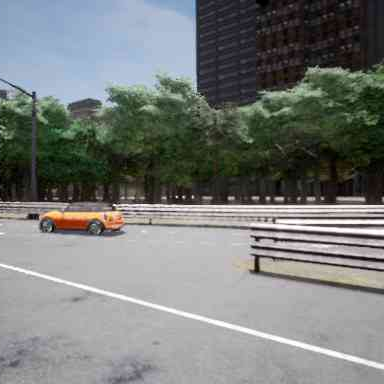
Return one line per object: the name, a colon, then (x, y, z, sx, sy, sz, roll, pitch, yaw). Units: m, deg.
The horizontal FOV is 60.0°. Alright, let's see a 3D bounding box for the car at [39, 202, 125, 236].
car: (-6.117, 1.349, 18.392, 4.553, 1.767, 2.097, 0, 0, 19)
